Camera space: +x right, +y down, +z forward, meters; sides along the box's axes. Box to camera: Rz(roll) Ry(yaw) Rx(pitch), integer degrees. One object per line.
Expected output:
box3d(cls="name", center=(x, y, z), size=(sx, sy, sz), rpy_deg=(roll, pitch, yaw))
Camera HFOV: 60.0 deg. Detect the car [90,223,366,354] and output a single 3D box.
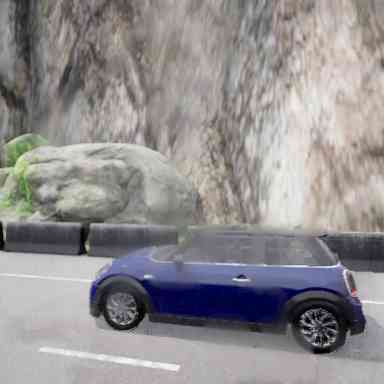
box3d(cls="car", center=(0.479, 1.378, 6.018), size=(4.553, 1.767, 2.097), rpy_deg=(0, 0, 15))
